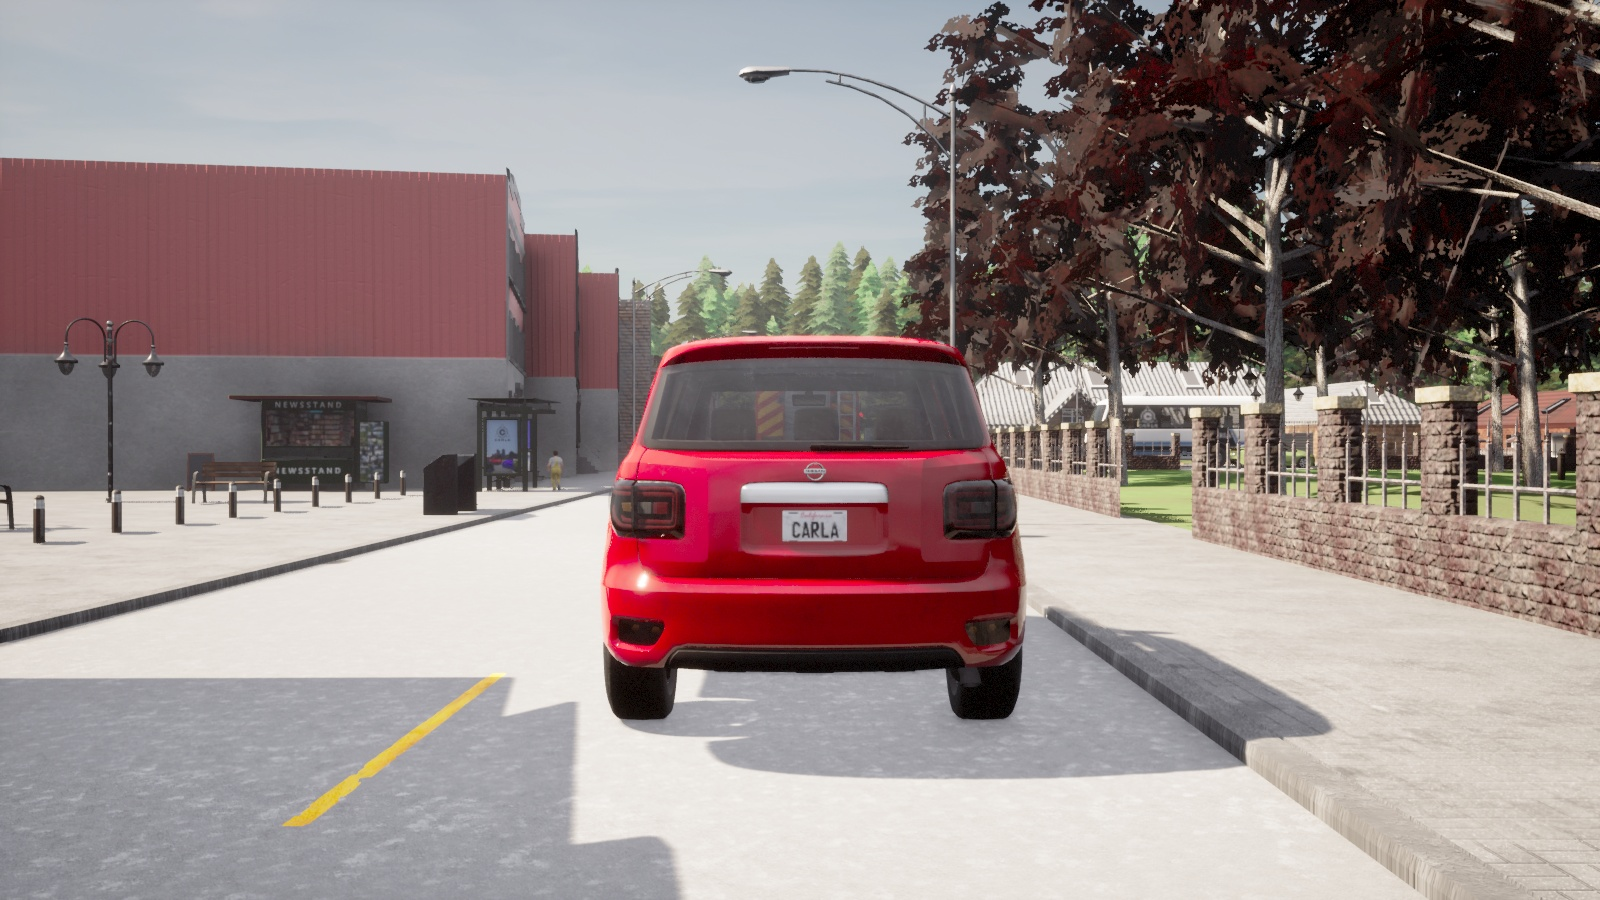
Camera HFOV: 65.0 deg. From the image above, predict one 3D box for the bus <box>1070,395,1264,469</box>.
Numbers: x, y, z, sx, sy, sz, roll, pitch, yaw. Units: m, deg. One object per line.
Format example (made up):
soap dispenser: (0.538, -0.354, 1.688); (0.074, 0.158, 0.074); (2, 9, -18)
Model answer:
bus: (21.515, -1.031, 74.190); (10.273, 4.253, 3.944); (0, 0, 0)

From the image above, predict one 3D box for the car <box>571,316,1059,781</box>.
car: (0.065, 0.419, 8.312); (2.150, 2.045, 5.566); (0, 0, 0)

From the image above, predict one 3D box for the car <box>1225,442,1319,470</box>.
car: (26.317, 0.319, 70.087); (4.514, 1.525, 2.007); (0, 0, -1)

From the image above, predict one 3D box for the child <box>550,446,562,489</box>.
child: (-7.182, 0.520, 36.936); (0.270, 1.263, 0.437); (0, 0, -20)
